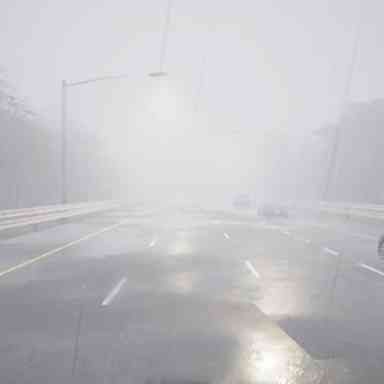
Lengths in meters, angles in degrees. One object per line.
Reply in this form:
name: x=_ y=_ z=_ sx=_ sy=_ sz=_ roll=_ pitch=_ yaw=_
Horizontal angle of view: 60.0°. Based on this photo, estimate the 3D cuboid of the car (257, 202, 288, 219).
car: x=7.051 y=1.580 z=29.410 sx=1.994 sy=1.385 sz=4.181 roll=0 pitch=0 yaw=0

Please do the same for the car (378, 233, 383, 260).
car: x=7.007 y=1.495 z=8.973 sx=2.128 sy=1.511 sz=4.902 roll=0 pitch=0 yaw=0

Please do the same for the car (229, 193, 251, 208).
car: x=7.126 y=1.262 z=48.419 sx=2.150 sy=2.045 sz=5.566 roll=0 pitch=0 yaw=0
